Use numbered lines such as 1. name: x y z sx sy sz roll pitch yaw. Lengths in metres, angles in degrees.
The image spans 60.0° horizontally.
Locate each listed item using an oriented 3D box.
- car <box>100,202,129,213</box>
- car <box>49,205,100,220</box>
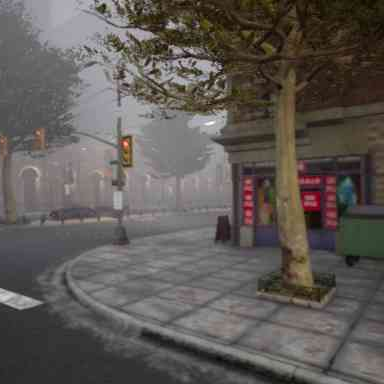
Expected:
1. car: -10.658 2.019 44.085 1.895 1.301 4.718 -1 -1 36
2. car: -11.374 1.906 31.796 1.994 1.385 4.181 -1 -1 36
